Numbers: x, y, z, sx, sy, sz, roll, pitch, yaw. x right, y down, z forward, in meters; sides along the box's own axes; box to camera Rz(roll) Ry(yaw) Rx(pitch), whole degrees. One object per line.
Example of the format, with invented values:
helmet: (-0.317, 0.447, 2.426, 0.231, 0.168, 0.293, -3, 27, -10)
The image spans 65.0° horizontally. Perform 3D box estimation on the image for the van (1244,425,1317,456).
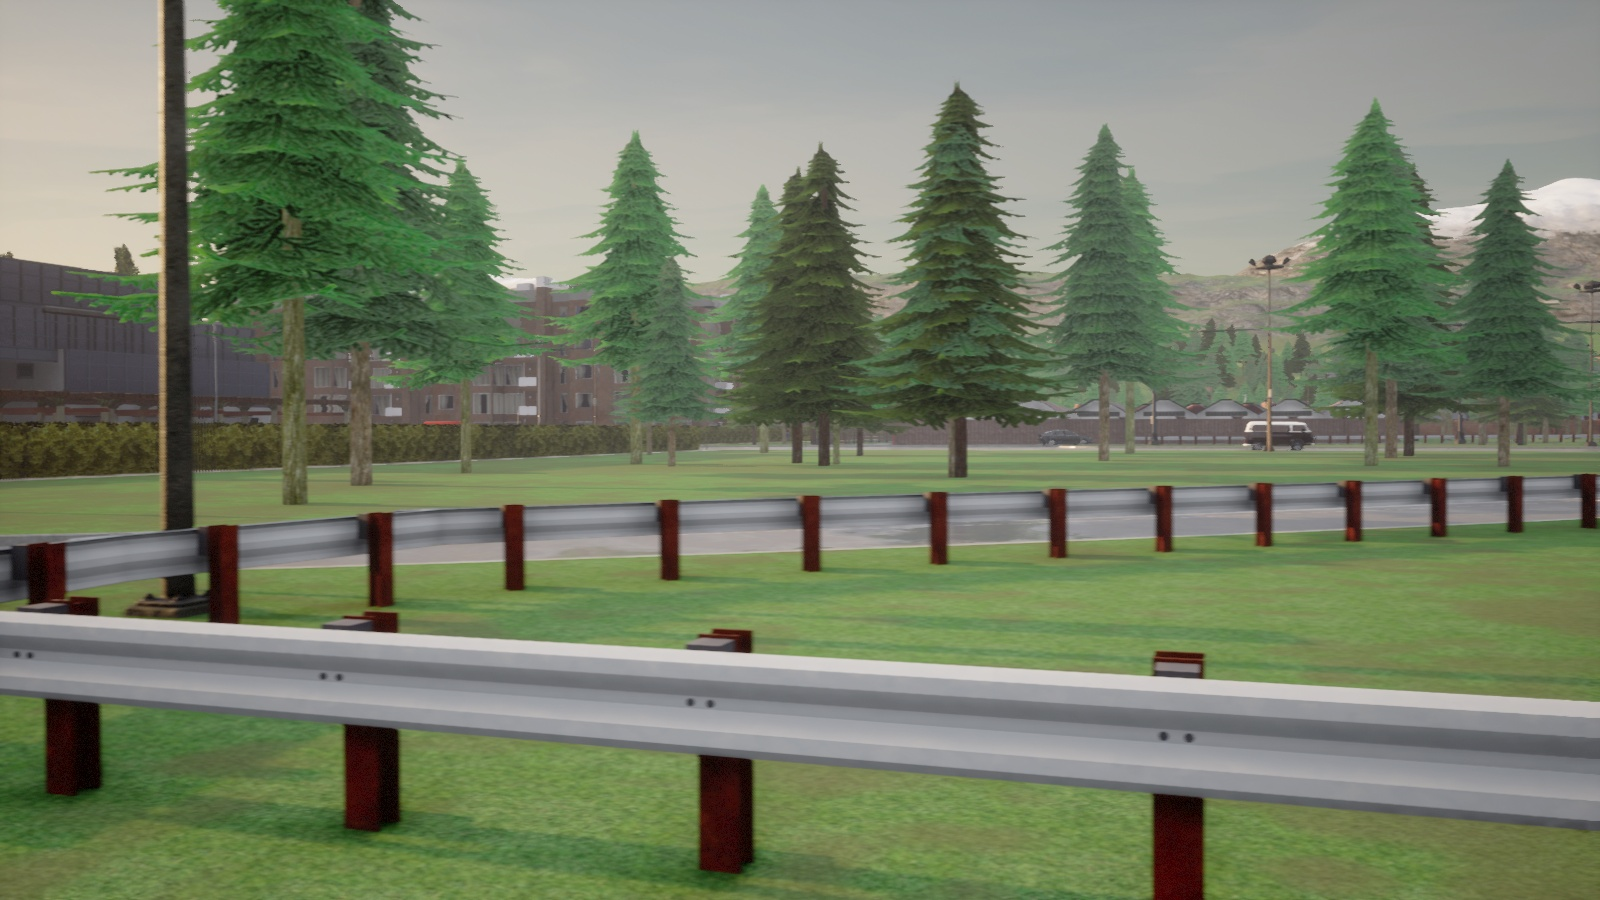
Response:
van: (32.180, -0.678, 84.229, 4.480, 2.038, 2.069, 1, 1, 19)
